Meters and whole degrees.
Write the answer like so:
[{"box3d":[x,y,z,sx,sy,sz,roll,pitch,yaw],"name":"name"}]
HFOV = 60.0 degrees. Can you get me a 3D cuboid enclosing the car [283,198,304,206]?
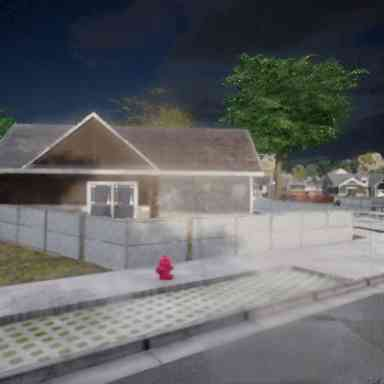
[{"box3d":[13.158,1.552,43.376,2.033,1.411,5.357,1,0,-4],"name":"car"}]
